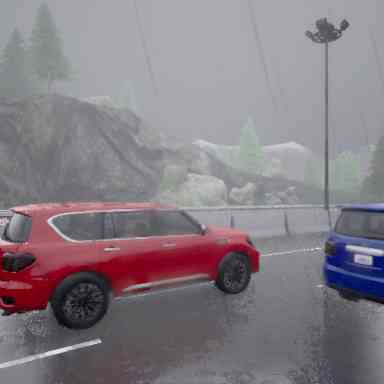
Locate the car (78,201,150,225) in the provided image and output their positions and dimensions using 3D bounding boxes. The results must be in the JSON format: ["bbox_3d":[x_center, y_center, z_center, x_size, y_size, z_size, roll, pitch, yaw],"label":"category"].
[{"bbox_3d":[-5.827,1.491,25.060,4.902,1.511,2.128,0,0,-31],"label":"car"}]

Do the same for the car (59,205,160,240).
[{"bbox_3d":[-4.316,1.505,17.763,4.892,1.490,1.837,0,0,-32],"label":"car"}]

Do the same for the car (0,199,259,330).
[{"bbox_3d":[-1.090,1.223,7.120,5.566,2.045,2.150,0,0,-34],"label":"car"}]

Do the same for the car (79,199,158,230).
[{"bbox_3d":[-4.741,1.352,21.615,4.553,1.767,2.097,0,0,-31],"label":"car"}]

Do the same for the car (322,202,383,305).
[{"bbox_3d":[5.149,1.222,6.996,5.566,2.045,2.150,0,0,-32],"label":"car"}]

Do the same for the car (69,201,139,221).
[{"bbox_3d":[-7.407,1.548,28.242,5.357,1.411,2.033,0,0,-31],"label":"car"}]
